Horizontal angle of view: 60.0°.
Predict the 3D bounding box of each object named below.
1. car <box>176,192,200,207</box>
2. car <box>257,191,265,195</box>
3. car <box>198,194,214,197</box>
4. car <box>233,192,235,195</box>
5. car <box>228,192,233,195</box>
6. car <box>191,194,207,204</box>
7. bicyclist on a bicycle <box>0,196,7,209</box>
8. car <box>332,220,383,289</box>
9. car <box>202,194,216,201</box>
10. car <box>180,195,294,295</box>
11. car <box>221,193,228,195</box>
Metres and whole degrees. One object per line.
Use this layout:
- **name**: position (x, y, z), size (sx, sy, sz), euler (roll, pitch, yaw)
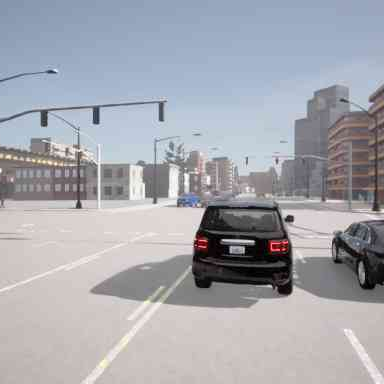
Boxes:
- **car**: position (-0.639, 1.079, 48.503), size (2.150, 2.045, 5.566), euler (0, 1, 12)
- **car**: position (17.620, 0.559, 85.140), size (2.097, 1.767, 4.553), euler (0, 1, 11)
- **car**: position (2.436, 1.381, 46.090), size (1.837, 1.490, 4.892), euler (0, 1, 12)
- **car**: position (9.251, 0.730, 79.111), size (1.812, 1.442, 4.674), euler (0, 1, 11)
- **car**: position (6.473, 1.066, 65.624), size (1.837, 1.490, 4.892), euler (0, 1, 12)
- **car**: position (1.295, 1.217, 57.975), size (1.837, 1.490, 4.892), euler (0, 1, 11)
- **bicyclist on a bicycle**: position (-23.742, 1.303, 41.537), size (0.582, 1.620, 1.656), euler (0, 0, 10)
- **car**: position (5.118, 1.505, 8.945), size (1.837, 1.490, 4.892), euler (0, 0, 11)
- **car**: position (3.470, 1.074, 68.300), size (2.033, 1.411, 5.357), euler (0, 1, 12)
- **car**: position (1.558, 1.221, 9.073), size (2.150, 2.045, 5.566), euler (0, 0, 15)
- **car**: position (4.293, 1.349, 55.164), size (1.895, 1.301, 4.718), euler (0, 1, 12)
